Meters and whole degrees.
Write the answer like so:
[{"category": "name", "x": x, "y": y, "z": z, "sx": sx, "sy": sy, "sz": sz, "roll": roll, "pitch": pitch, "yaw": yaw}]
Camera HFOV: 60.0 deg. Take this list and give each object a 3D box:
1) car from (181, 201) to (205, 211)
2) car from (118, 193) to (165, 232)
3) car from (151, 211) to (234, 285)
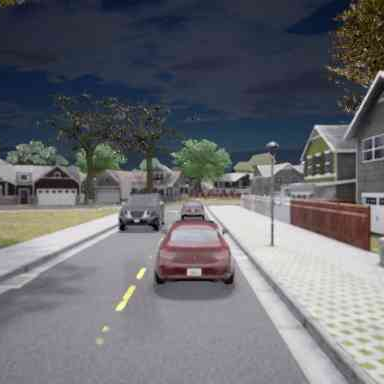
[{"category": "car", "x": 0.082, "y": 1.410, "z": 26.498, "sx": 2.033, "sy": 1.411, "sz": 5.357, "roll": 0, "pitch": 0, "yaw": 0}, {"category": "car", "x": -2.837, "y": 1.118, "z": 19.866, "sx": 2.150, "sy": 2.045, "sz": 5.566, "roll": 0, "pitch": 0, "yaw": 0}, {"category": "car", "x": 0.069, "y": 1.476, "z": 9.193, "sx": 1.812, "sy": 1.442, "sz": 4.674, "roll": 0, "pitch": 1, "yaw": 1}]
